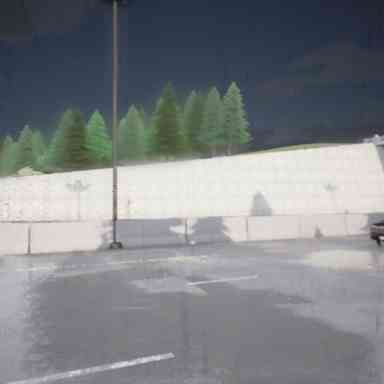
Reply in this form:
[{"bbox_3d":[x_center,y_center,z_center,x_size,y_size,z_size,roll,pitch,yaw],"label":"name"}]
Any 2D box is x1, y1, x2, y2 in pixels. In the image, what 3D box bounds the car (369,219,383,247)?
[{"bbox_3d":[10.107,1.695,14.630,4.902,1.511,2.128,0,-1,-22],"label":"car"}]
